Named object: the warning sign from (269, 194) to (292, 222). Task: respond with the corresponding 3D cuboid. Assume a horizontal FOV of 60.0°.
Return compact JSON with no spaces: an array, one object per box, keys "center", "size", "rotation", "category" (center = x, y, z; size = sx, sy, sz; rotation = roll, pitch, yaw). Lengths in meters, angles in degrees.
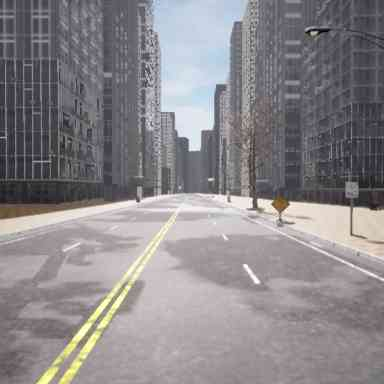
[{"center":[6.115,1.106,23.010],"size":[1.300,1.860,1.060],"rotation":[1,1,0],"category":"warning sign"}]
